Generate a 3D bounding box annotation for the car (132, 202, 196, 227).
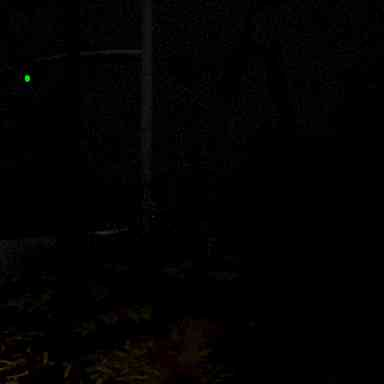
[{"bbox_3d":[-1.676,1.404,21.227,2.128,1.511,4.902,0,0,35],"label":"car"}]
